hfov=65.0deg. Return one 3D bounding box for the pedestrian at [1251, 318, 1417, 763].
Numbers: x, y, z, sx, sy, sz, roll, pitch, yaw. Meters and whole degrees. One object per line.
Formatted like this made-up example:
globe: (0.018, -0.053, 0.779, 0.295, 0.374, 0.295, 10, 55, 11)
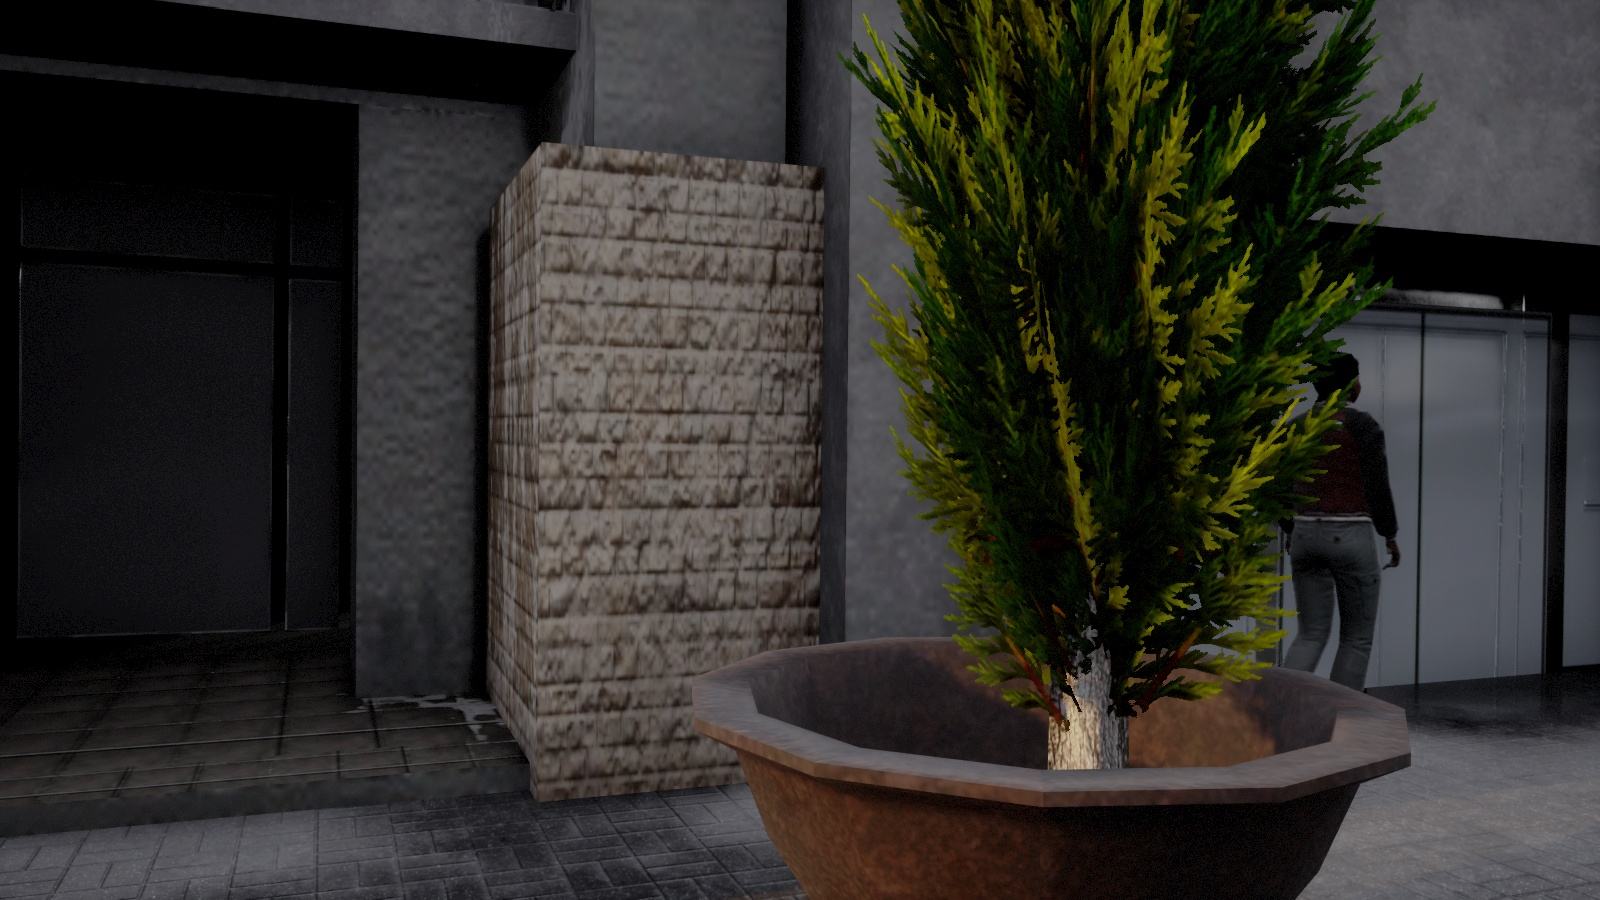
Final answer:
pedestrian: (2.461, 0.387, 5.786, 0.666, 1.930, 0.402, -1, 1, -35)
